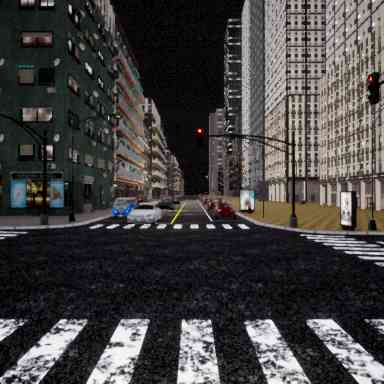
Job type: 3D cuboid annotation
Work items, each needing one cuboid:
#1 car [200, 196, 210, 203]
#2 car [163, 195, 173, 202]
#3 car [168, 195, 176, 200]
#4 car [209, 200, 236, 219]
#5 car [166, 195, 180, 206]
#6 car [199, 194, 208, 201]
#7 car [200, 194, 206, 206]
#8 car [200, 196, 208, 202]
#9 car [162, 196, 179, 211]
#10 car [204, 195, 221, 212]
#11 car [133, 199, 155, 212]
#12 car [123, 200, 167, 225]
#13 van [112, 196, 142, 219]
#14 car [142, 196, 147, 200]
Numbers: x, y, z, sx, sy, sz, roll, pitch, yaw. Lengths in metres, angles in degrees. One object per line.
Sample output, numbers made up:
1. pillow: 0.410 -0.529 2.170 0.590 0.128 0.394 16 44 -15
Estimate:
1. car: 2.784 1.590 72.679 1.887 1.381 4.507 0 0 0
2. car: -5.589 1.491 78.218 1.967 1.590 4.097 0 0 0
3. car: -5.570 1.639 94.801 1.947 1.339 4.313 0 0 0
4. car: 2.731 1.591 28.458 1.802 1.307 4.206 0 0 0
5. car: -2.999 1.590 56.455 1.994 1.385 4.181 0 0 0
6. car: 2.799 1.373 83.735 2.192 1.841 5.009 0 0 0
7. car: 2.765 1.467 56.097 1.967 1.590 4.097 0 0 0
8. car: 2.791 1.633 78.207 1.802 1.307 4.206 0 0 0
9. car: -3.048 1.563 40.371 2.033 1.411 5.357 0 0 0
10. car: 2.745 1.455 39.514 1.967 1.590 4.097 0 0 0
11. car: -5.636 1.560 39.525 1.887 1.381 4.507 0 0 0
12. car: -3.322 1.533 24.284 1.812 1.442 4.674 0 0 5
13. van: -5.648 1.351 28.469 1.690 1.788 3.998 0 0 0
14. car: -5.641 1.327 33.997 2.192 1.841 5.009 0 0 0
